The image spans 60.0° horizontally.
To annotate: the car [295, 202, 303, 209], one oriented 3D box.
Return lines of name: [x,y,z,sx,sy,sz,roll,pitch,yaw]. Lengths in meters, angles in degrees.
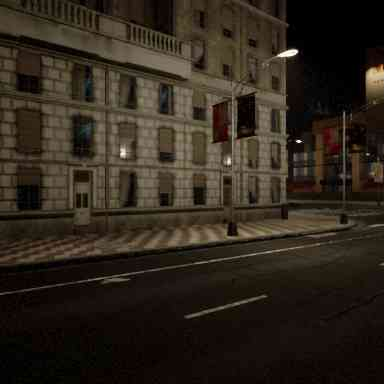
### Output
car: [12.292,1.601,44.215,1.895,1.301,4.718,0,0,-36]

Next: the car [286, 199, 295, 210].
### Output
car: [9.912,1.477,41.544,1.882,1.535,5.008,0,0,-36]
